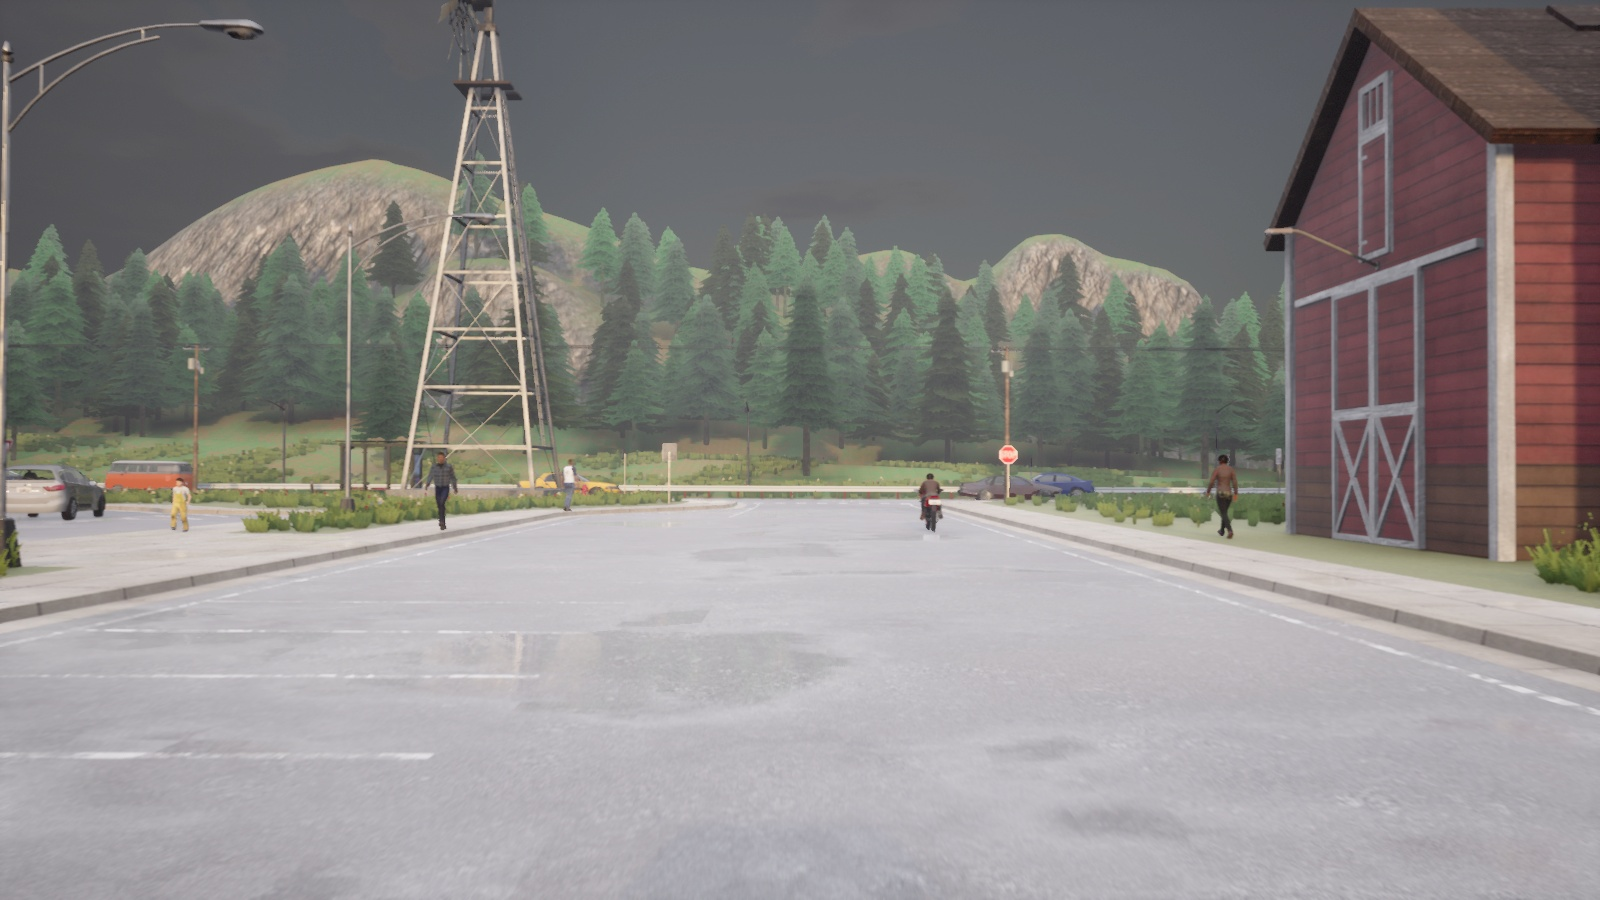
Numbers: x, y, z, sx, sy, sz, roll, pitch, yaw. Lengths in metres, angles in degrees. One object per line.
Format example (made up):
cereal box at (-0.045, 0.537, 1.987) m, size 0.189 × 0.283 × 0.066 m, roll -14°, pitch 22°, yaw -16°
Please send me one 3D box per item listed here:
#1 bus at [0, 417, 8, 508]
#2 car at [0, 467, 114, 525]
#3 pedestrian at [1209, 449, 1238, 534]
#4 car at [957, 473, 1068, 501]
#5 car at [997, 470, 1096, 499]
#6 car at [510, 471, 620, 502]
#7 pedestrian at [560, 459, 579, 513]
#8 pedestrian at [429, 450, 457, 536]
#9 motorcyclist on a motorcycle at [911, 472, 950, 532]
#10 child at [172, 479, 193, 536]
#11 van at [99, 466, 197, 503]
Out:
bus at (-39.643, 0.513, 54.758) m, size 3.944 × 4.253 × 10.273 m, roll 0°, pitch -1°, yaw -1°
car at (-23.155, 1.400, 38.882) m, size 2.242 × 1.667 × 4.611 m, roll 0°, pitch -1°, yaw -14°
pedestrian at (9.106, 0.881, 27.005) m, size 0.328 × 1.805 × 0.869 m, roll 0°, pitch -1°, yaw 1°
car at (10.890, 1.901, 64.686) m, size 5.357 × 1.411 × 2.033 m, roll 0°, pitch -1°, yaw 1°
car at (13.356, 1.880, 68.150) m, size 5.008 × 1.535 × 1.882 m, roll 0°, pitch -1°, yaw 1°
car at (-12.120, 1.891, 65.038) m, size 5.366 × 1.575 × 1.801 m, roll 0°, pitch -1°, yaw 1°
pedestrian at (-7.945, 1.226, 43.274) m, size 0.354 × 1.836 × 0.706 m, roll -1°, pitch -1°, yaw 19°
pedestrian at (-8.241, 0.988, 28.975) m, size 0.423 × 1.949 × 0.788 m, roll 0°, pitch -1°, yaw 0°
motorcyclist on a motorcycle at (3.422, 1.335, 32.990) m, size 0.797 × 1.523 × 2.044 m, roll 0°, pitch -1°, yaw 0°
child at (-13.771, 1.274, 28.017) m, size 0.270 × 1.263 × 0.437 m, roll 0°, pitch -1°, yaw -6°
van at (-35.756, 1.865, 68.900) m, size 4.442 × 1.987 × 1.775 m, roll 0°, pitch -1°, yaw 1°
